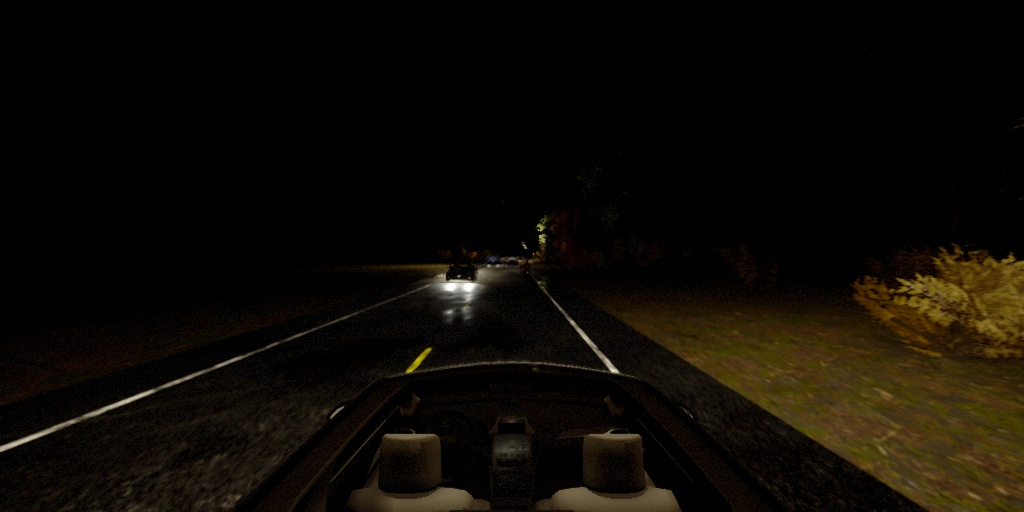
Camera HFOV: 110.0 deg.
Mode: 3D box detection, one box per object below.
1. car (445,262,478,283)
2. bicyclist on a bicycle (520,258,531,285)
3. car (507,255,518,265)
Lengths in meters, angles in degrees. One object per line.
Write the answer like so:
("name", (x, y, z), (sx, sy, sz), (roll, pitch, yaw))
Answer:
("car", (-3.558, 1.152, 26.032), (1.994, 1.385, 4.181), (0, 0, 0))
("bicyclist on a bicycle", (0.984, 1.058, 23.416), (0.582, 1.620, 1.656), (0, 0, 0))
("car", (0.092, 0.885, 63.686), (2.033, 1.411, 5.357), (0, 0, 1))
